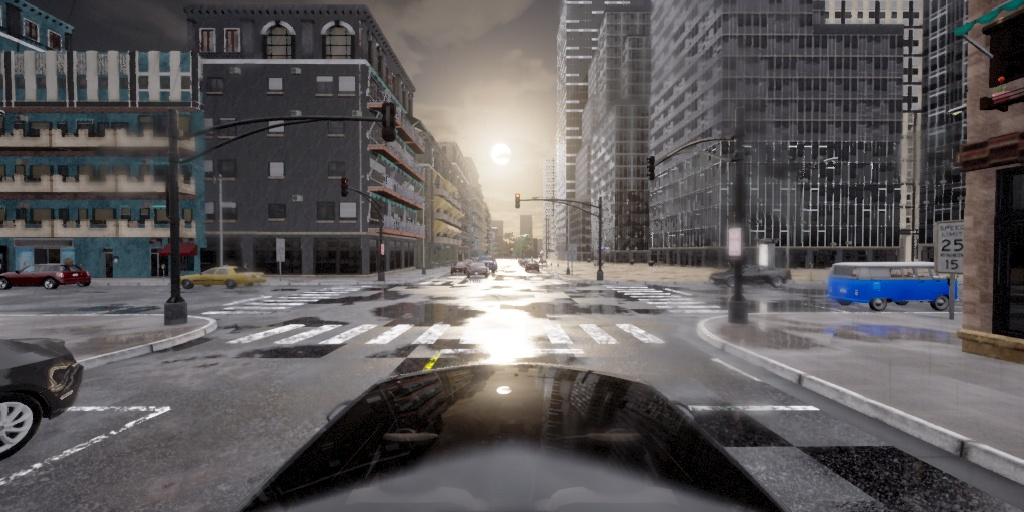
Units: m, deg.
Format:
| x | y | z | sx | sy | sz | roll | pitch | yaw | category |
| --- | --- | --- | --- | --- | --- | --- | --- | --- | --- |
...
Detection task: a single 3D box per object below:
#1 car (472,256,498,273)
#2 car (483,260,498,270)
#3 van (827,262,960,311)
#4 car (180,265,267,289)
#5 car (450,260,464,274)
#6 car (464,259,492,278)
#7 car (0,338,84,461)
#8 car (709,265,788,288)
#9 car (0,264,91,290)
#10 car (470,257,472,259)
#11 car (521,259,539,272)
| x | y | z | sx | sy | sz | roll | pitch | yaw | category |
| --- | --- | --- | --- | --- | --- | --- | --- | --- | --- |
| -3.193 | 0.966 | 44.127 | 2.150 | 2.045 | 5.566 | 0 | 0 | 0 | car |
| -3.205 | 1.309 | 54.101 | 1.994 | 1.385 | 4.181 | 0 | 0 | 0 | car |
| 14.661 | 1.117 | 13.882 | 3.998 | 1.789 | 1.690 | 0 | 0 | 0 | van |
| -17.930 | 1.246 | 22.133 | 4.829 | 1.417 | 1.751 | 0 | 0 | 0 | car |
| -5.780 | 1.289 | 40.245 | 1.888 | 1.381 | 4.507 | 0 | 0 | 0 | car |
| -3.174 | 1.270 | 34.221 | 1.812 | 1.442 | 4.674 | 0 | 0 | 0 | car |
| -5.692 | 1.300 | 2.178 | 2.007 | 1.370 | 4.403 | 0 | 0 | 0 | car |
| 14.629 | 1.216 | 22.262 | 4.313 | 1.339 | 1.948 | 0 | 0 | 0 | car |
| -28.827 | 1.189 | 22.090 | 4.097 | 1.591 | 1.967 | 0 | 0 | 0 | car |
| -5.793 | 1.184 | 45.893 | 1.967 | 1.591 | 4.097 | 0 | 0 | 0 | car |
| 2.554 | 1.289 | 45.970 | 1.888 | 1.381 | 4.507 | 0 | 0 | 0 | car |
